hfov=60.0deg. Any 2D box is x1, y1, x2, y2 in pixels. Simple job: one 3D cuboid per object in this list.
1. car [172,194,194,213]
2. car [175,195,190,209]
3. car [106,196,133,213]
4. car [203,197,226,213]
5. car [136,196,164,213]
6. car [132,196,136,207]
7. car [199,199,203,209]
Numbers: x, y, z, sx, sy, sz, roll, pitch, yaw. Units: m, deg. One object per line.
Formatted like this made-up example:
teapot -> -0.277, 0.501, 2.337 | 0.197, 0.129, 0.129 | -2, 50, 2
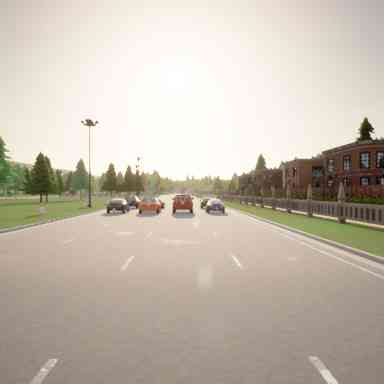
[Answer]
car -> -1.009, 1.221, 36.623 | 2.150, 2.045, 5.566 | 0, 0, -1
car -> -1.358, 1.352, 47.165 | 2.097, 1.767, 4.553 | 0, 0, -1
car -> -8.002, 1.505, 36.294 | 1.837, 1.490, 4.892 | 0, 0, -1
car -> 2.501, 1.526, 36.399 | 1.812, 1.442, 4.674 | 0, 0, -1
car -> -4.498, 1.352, 36.229 | 2.097, 1.767, 4.553 | 0, 0, -1
car -> -8.344, 1.352, 46.540 | 2.097, 1.767, 4.553 | 0, 0, -1
car -> 2.160, 1.505, 46.383 | 1.837, 1.490, 4.892 | 0, 0, -1
